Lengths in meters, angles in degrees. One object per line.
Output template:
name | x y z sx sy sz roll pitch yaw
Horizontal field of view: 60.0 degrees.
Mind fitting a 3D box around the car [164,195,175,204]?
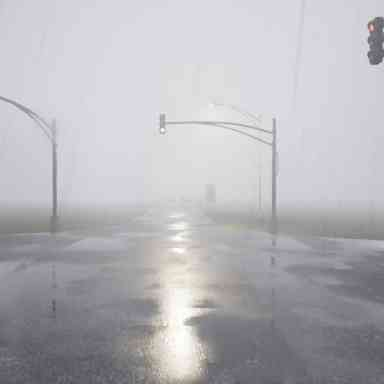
car | -4.428 1.387 65.495 2.097 1.767 4.553 0 0 -3

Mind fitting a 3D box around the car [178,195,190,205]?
car | -1.452 1.378 61.391 2.097 1.767 4.553 0 0 -3

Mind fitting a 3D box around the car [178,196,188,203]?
car | -2.027 1.548 71.467 1.895 1.301 4.718 0 0 -4
